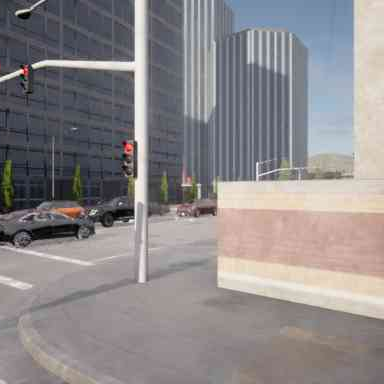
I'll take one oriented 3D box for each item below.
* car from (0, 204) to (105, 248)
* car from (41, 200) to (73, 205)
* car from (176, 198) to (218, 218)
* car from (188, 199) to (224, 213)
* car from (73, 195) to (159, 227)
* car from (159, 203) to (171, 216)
[{"bbox_3d":[-6.747,1.548,15.142,2.128,1.511,4.902,0,0,37],"label":"car"},{"bbox_3d":[-9.758,1.407,23.216,2.097,1.767,4.553,0,0,36],"label":"car"},{"bbox_3d":[0.528,1.407,31.530,2.097,1.767,4.553,0,0,36],"label":"car"},{"bbox_3d":[1.696,1.560,39.139,1.837,1.490,4.892,0,0,36],"label":"car"},{"bbox_3d":[-5.203,1.277,23.562,2.150,2.045,5.566,0,0,36],"label":"car"},{"bbox_3d":[-4.231,1.603,30.910,2.033,1.411,5.357,0,0,36],"label":"car"}]
